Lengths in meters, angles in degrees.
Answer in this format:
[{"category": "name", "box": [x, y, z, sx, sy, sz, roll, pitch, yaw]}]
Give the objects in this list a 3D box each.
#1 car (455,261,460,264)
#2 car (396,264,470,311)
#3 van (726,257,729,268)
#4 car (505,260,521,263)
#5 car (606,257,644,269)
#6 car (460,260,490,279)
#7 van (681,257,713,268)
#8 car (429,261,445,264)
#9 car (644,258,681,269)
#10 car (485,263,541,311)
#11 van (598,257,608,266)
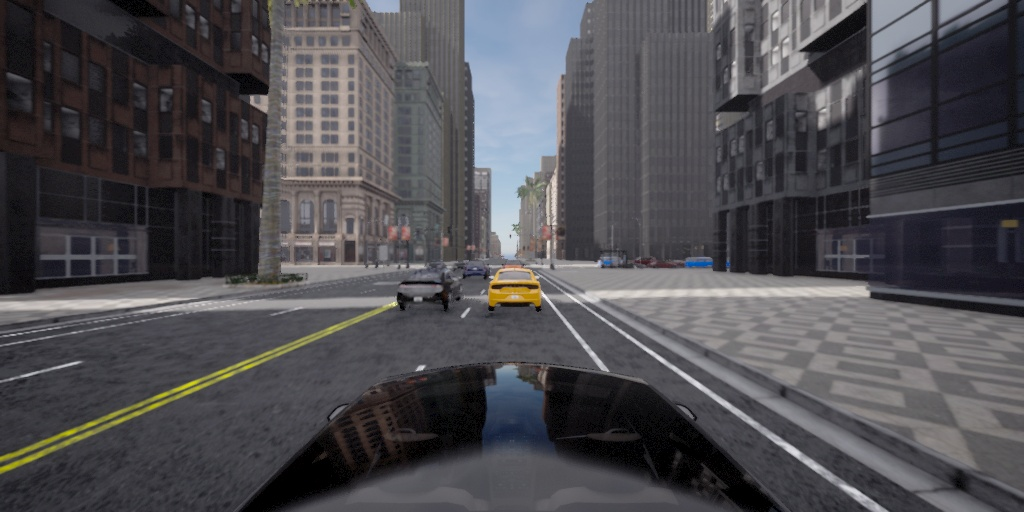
[{"category": "car", "box": [-6.494, 1.322, 46.879, 1.994, 1.385, 4.181, 0, 0, 0]}, {"category": "car", "box": [-3.147, 1.241, 14.452, 2.128, 1.511, 4.902, 0, 0, 0]}, {"category": "van", "box": [34.112, 1.081, 54.375, 3.998, 1.789, 1.690, 0, 0, 0]}, {"category": "car", "box": [0.106, 1.102, 32.523, 2.097, 1.767, 4.553, 0, 0, 0]}, {"category": "car", "box": [17.080, 1.299, 54.372, 4.403, 1.370, 2.007, 0, 0, 0]}, {"category": "car", "box": [-3.144, 1.101, 32.527, 2.097, 1.767, 4.553, 0, 0, 0]}, {"category": "van", "box": [28.435, 1.083, 54.374, 3.998, 1.789, 1.690, 0, 0, 0]}, {"category": "car", "box": [-9.744, 1.322, 46.874, 1.994, 1.385, 4.181, 0, 0, 0]}, {"category": "car", "box": [22.758, 1.327, 54.373, 4.207, 1.307, 1.802, 0, 0, 0]}, {"category": "car", "box": [0.104, 1.227, 14.541, 1.882, 1.535, 5.008, 0, 0, 0]}, {"category": "van", "box": [17.077, 1.066, 62.897, 3.998, 1.789, 1.690, 0, 0, 0]}]
